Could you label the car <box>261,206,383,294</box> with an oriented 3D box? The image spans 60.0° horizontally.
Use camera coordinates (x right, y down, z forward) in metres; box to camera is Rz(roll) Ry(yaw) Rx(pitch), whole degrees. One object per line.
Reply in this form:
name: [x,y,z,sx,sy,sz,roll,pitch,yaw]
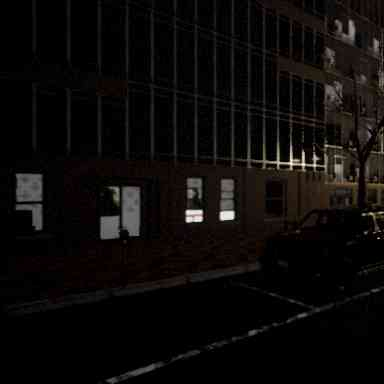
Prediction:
car: [4.123,1.330,9.039,5.009,1.841,2.192,0,0,-35]
